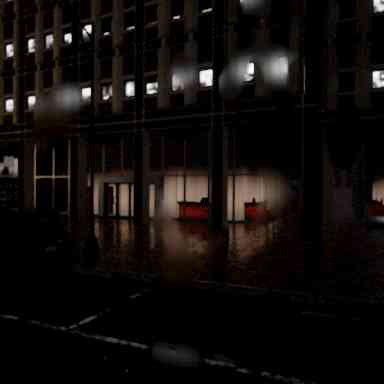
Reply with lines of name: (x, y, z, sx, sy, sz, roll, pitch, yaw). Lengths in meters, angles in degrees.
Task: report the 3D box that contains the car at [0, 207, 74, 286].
car: (-5.216, 1.309, 8.141, 5.009, 1.841, 2.192, 0, 1, 24)
